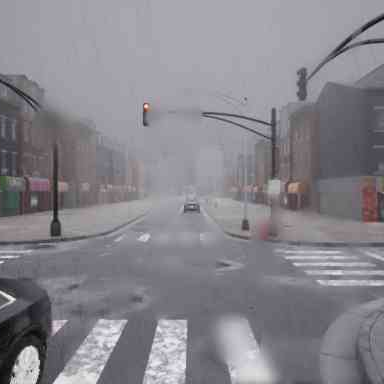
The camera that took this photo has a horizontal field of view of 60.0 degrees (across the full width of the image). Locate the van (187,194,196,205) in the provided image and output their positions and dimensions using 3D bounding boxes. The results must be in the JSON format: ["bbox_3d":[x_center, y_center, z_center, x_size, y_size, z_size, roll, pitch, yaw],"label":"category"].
[{"bbox_3d":[-0.093,1.344,59.135,1.690,1.788,3.998,0,0,0],"label":"van"}]

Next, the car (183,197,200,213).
[{"bbox_3d":[-0.012,1.563,36.712,1.947,1.339,4.313,0,0,0],"label":"car"}]

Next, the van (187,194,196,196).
[{"bbox_3d":[-0.073,1.341,53.529,1.690,1.788,3.998,0,0,0],"label":"van"}]

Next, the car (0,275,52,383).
[{"bbox_3d":[-2.783,1.505,2.182,1.837,1.490,4.892,-2,0,5],"label":"car"}]

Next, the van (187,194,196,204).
[{"bbox_3d":[-0.112,1.348,64.740,1.690,1.788,3.998,0,0,0],"label":"van"}]

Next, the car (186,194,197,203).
[{"bbox_3d":[-0.132,1.326,70.345,2.192,1.841,5.009,0,0,0],"label":"car"}]
